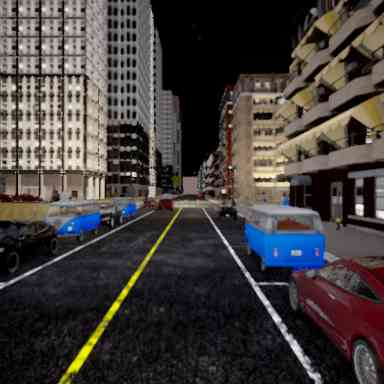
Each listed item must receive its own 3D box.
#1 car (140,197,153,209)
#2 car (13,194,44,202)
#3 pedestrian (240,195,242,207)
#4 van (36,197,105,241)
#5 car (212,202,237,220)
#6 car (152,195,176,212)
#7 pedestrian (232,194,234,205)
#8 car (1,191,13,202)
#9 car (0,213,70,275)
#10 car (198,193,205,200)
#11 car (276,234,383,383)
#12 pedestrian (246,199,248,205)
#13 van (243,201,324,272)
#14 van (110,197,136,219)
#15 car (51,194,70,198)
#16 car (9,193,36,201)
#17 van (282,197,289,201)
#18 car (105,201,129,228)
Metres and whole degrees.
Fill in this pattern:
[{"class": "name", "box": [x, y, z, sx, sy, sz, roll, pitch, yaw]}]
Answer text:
[{"class": "car", "box": [-5.685, 1.418, 44.332, 1.967, 1.590, 4.097, 0, 0, 0]}, {"class": "car", "box": [-26.701, 1.077, 55.102, 4.206, 1.307, 1.802, 1, -1, 0]}, {"class": "pedestrian", "box": [7.141, 1.284, 48.465, 0.375, 1.860, 0.375, 0, 0, 0]}, {"class": "van", "box": [-5.689, 1.330, 16.089, 1.690, 1.788, 3.998, 0, 0, 0]}, {"class": "car", "box": [2.694, 1.534, 27.385, 2.008, 1.369, 4.403, 0, 0, 0]}, {"class": "car", "box": [-3.071, 1.457, 38.346, 1.882, 1.535, 5.008, 0, 0, 0]}, {"class": "pedestrian", "box": [6.142, 1.119, 49.665, 0.375, 1.860, 0.375, 0, 0, 0]}, {"class": "car", "box": [-32.270, 0.703, 55.095, 5.009, 1.841, 2.192, 1, -1, 0]}, {"class": "car", "box": [-5.689, 1.558, 10.441, 1.947, 1.339, 4.313, 0, 0, 0]}, {"class": "car", "box": [2.701, 1.295, 93.460, 2.192, 1.841, 5.009, 0, 0, 0]}, {"class": "car", "box": [2.691, 1.578, 4.791, 1.802, 1.307, 4.206, 0, 0, 0]}, {"class": "pedestrian", "box": [8.141, 1.589, 49.066, 0.375, 1.300, 0.375, 0, 0, 0]}, {"class": "van", "box": [2.691, 1.333, 10.439, 1.690, 1.788, 3.998, 0, 0, 0]}, {"class": "van", "box": [-5.687, 1.324, 27.386, 1.690, 1.788, 3.998, 0, 0, 0]}, {"class": "car", "box": [-21.124, 1.043, 55.116, 4.097, 1.590, 1.967, 1, -1, 0]}, {"class": "car", "box": [-32.355, 0.954, 63.469, 4.206, 1.307, 1.802, 1, -1, 0]}, {"class": "van", "box": [16.937, 1.679, 55.063, 3.998, 1.788, 1.690, 1, -1, 0]}, {"class": "car", "box": [-5.688, 1.536, 21.738, 2.008, 1.369, 4.403, 0, 0, 0]}]
